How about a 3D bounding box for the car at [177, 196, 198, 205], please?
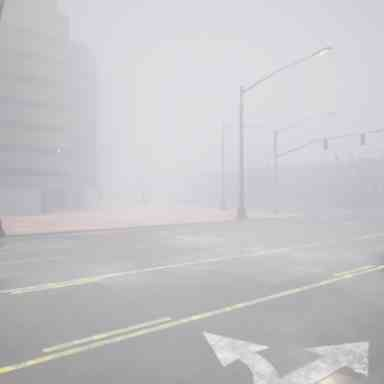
[{"bbox_3d":[-0.872,1.469,60.048,1.882,1.535,5.008,0,0,-35],"label":"car"}]
